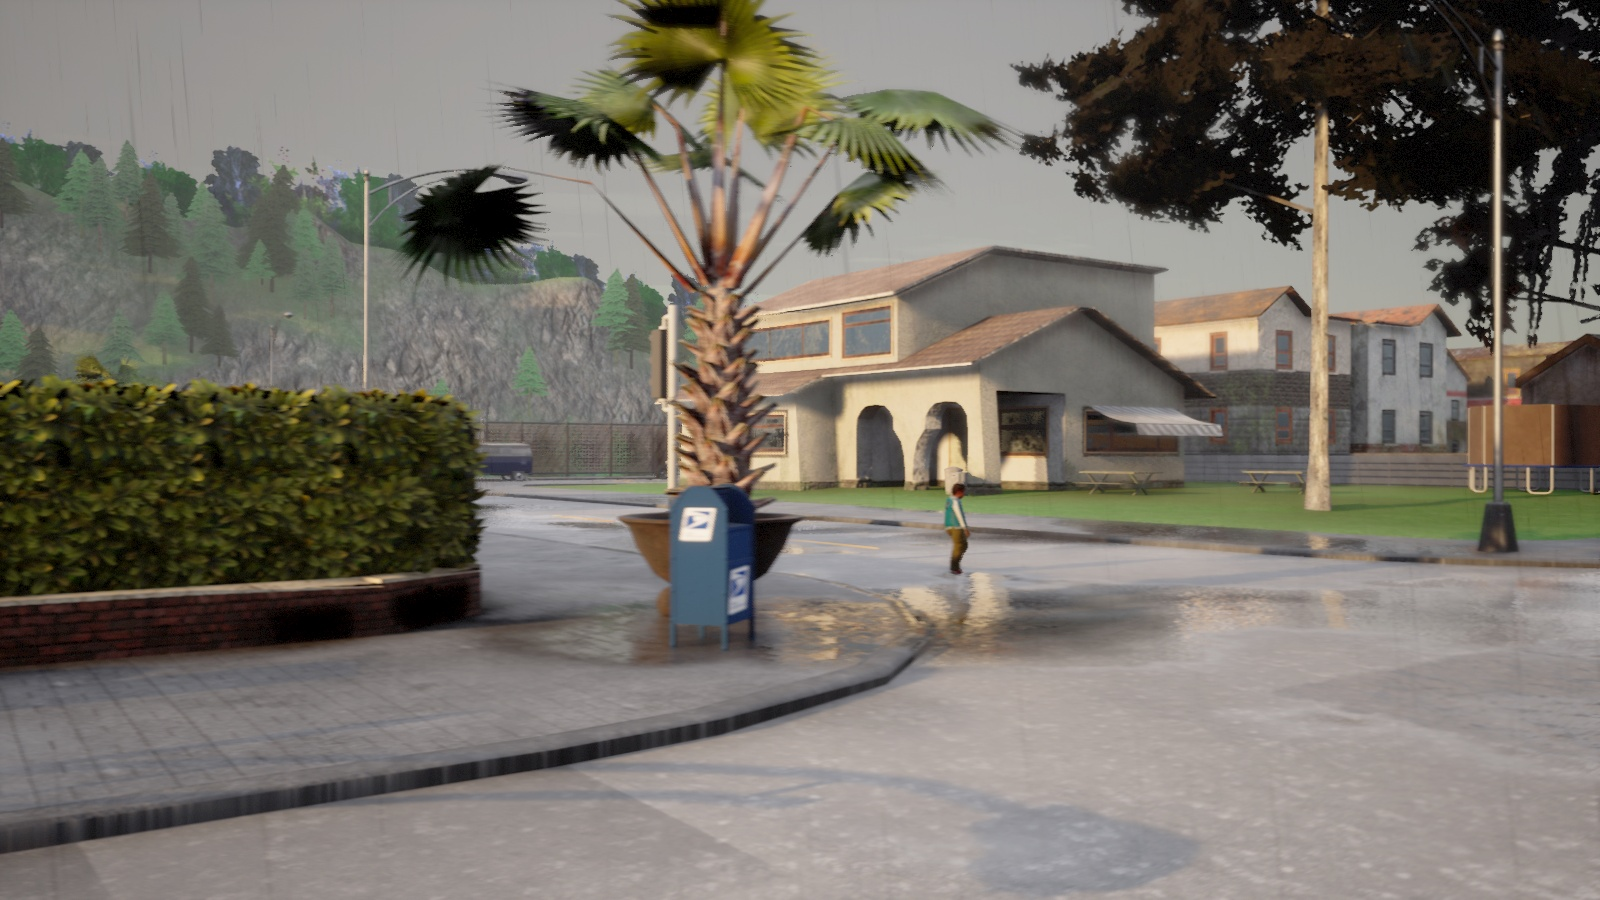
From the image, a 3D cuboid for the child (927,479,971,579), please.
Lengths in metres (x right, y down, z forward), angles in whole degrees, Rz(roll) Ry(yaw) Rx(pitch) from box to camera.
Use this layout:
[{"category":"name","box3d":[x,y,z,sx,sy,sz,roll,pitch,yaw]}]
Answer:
[{"category":"child","box3d":[1.825,0.958,15.395,0.448,1.192,0.343,0,0,-14]}]

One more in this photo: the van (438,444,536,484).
[{"category":"van","box3d":[-15.795,0.687,63.422,4.442,1.987,1.775,0,0,-35]}]

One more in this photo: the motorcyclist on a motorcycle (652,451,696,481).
[{"category":"motorcyclist on a motorcycle","box3d":[-6.996,0.880,69.567,2.350,1.649,0.766,0,0,-35]}]
